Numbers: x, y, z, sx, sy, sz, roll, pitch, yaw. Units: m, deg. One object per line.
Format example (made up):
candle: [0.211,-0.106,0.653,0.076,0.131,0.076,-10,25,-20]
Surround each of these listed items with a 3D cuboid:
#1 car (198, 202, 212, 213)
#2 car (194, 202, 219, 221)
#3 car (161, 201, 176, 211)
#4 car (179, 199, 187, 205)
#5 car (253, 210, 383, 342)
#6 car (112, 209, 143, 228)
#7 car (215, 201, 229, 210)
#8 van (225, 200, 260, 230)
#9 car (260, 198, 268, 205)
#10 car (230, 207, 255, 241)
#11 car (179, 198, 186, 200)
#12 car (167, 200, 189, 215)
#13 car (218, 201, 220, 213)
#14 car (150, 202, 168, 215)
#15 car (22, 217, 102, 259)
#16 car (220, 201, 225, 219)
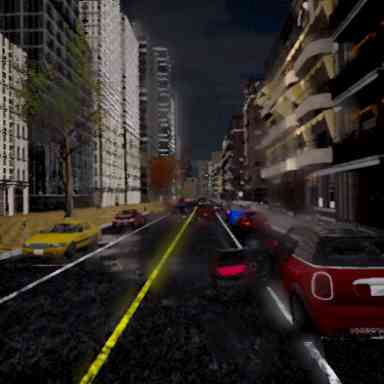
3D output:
car: [1.786,2.115,45.541,1.895,1.301,4.718,-1,-1,3]
car: [1.254,1.827,31.192,1.882,1.535,5.008,-1,0,3]
car: [-3.714,2.215,52.590,1.887,1.381,4.507,-1,-1,2]
car: [-2.329,2.704,90.472,1.947,1.339,4.313,-1,-1,2]
car: [2.690,1.395,6.709,2.097,1.767,4.553,-1,-1,2]
car: [-4.725,1.934,24.947,1.802,1.307,4.206,-1,-1,2]
car: [4.659,2.111,52.285,2.008,1.369,4.403,-1,-1,2]
van: [3.646,1.582,24.644,1.690,1.788,3.998,-1,-1,2]
car: [16.095,1.994,71.288,4.403,1.369,2.008,-2,0,2]
car: [3.447,1.760,19.113,1.802,1.307,4.206,-1,-1,2]
car: [-2.535,2.384,84.957,2.192,1.841,5.009,-1,-1,2]
car: [-1.486,2.065,40.921,1.994,1.385,4.181,-1,-1,3]
car: [4.255,1.981,41.227,2.008,1.369,4.403,-1,-1,2]
car: [-4.125,2.065,41.363,1.752,1.417,4.829,-1,-1,2]
car: [-5.136,1.750,13.720,1.752,1.417,4.829,-1,-1,2]
car: [3.849,1.744,30.171,1.967,1.590,4.097,-1,-1,2]
